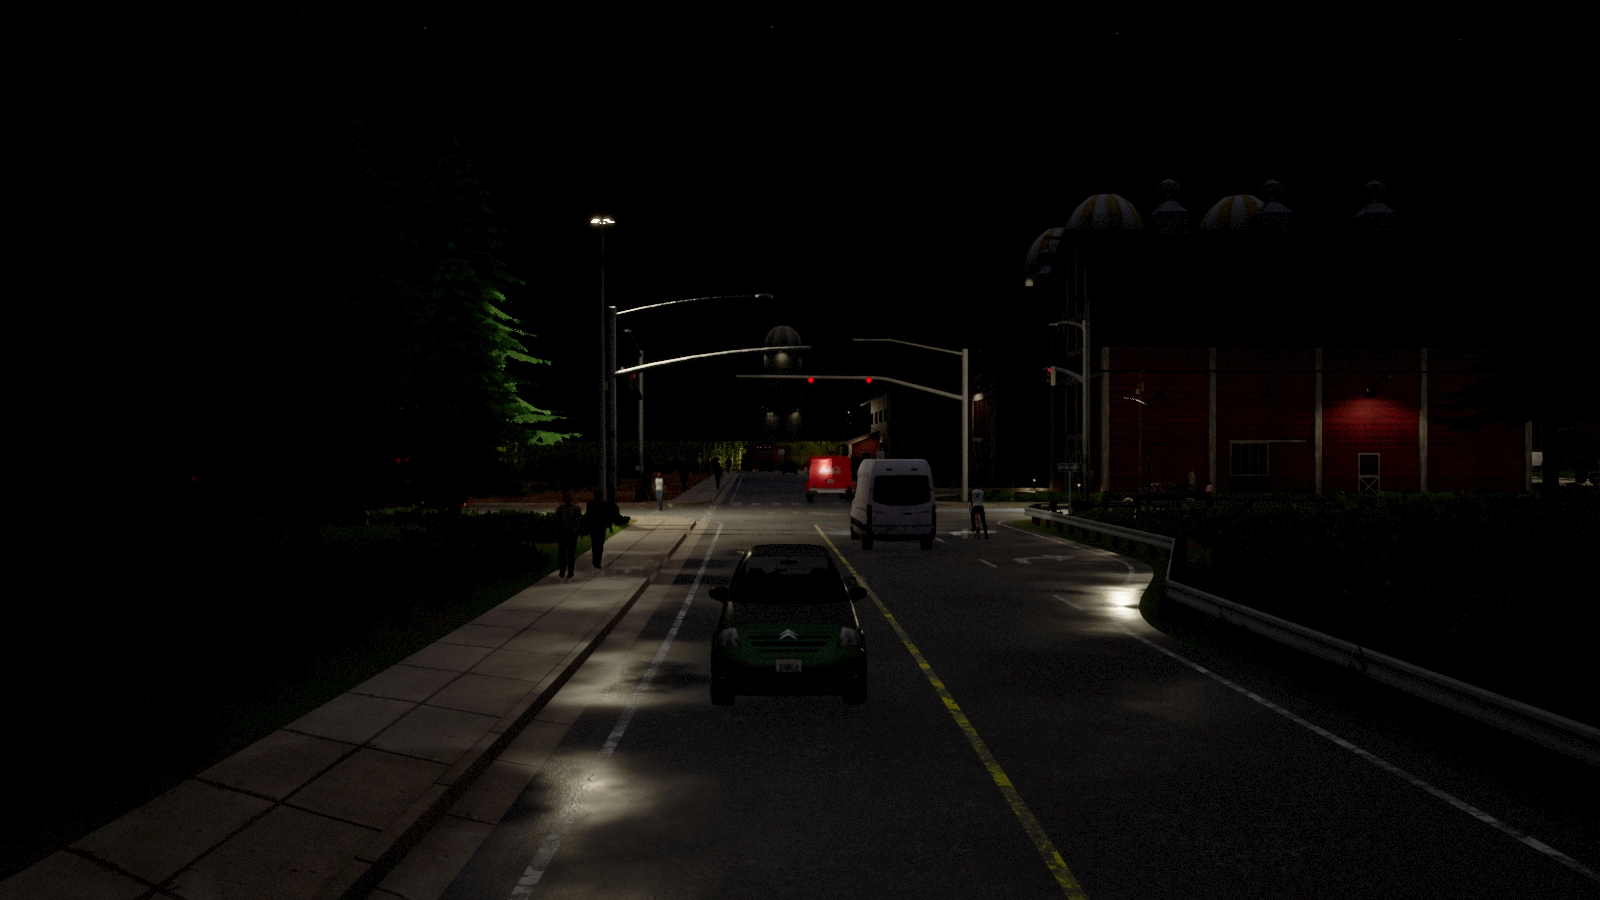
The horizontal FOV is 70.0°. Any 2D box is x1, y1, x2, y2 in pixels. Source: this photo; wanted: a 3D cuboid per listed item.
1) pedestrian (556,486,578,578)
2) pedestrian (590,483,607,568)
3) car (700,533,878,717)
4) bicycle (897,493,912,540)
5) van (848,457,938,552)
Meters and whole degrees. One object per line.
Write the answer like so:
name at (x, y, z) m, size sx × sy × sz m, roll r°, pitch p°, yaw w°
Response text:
pedestrian at (-4.750, 1.670, 23.334) m, size 0.375 × 1.860 × 0.375 m, roll 0°, pitch 0°, yaw -1°
pedestrian at (-4.485, 1.669, 25.437) m, size 0.375 × 1.860 × 0.375 m, roll 0°, pitch 0°, yaw -12°
car at (-0.147, 1.971, 13.917) m, size 1.851 × 1.617 × 3.988 m, roll 0°, pitch 0°, yaw -1°
bicycle at (3.290, 2.079, 36.037) m, size 0.373 × 1.396 × 1.643 m, roll 0°, pitch 0°, yaw 3°
van at (2.659, 1.508, 34.092) m, size 1.988 × 2.561 × 5.915 m, roll 0°, pitch 0°, yaw -2°
